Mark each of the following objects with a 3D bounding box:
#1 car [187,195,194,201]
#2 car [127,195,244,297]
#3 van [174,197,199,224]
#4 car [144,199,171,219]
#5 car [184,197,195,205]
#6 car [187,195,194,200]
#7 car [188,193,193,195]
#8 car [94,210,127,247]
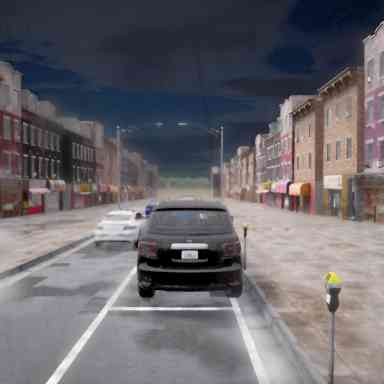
[{"bbox_3d":[-0.398,1.542,86.399,1.947,1.339,4.313,-1,0,0],"label":"car"},{"bbox_3d":[-0.039,1.224,8.682,2.150,2.045,5.566,0,0,0],"label":"car"},{"bbox_3d":[-0.403,1.331,25.542,1.690,1.788,3.998,-1,0,0],"label":"van"},{"bbox_3d":[-3.015,1.466,30.072,1.882,1.535,5.008,0,0,0],"label":"car"},{"bbox_3d":[-0.398,1.562,58.737,1.802,1.307,4.206,-1,0,0],"label":"car"},{"bbox_3d":[-0.398,1.541,91.932,1.947,1.339,4.313,-1,0,0],"label":"car"},{"bbox_3d":[-0.404,1.302,36.607,2.192,1.841,5.009,-1,0,0],"label":"car"},{"bbox_3d":[-3.016,1.520,14.967,1.812,1.442,4.674,0,0,0],"label":"car"}]
